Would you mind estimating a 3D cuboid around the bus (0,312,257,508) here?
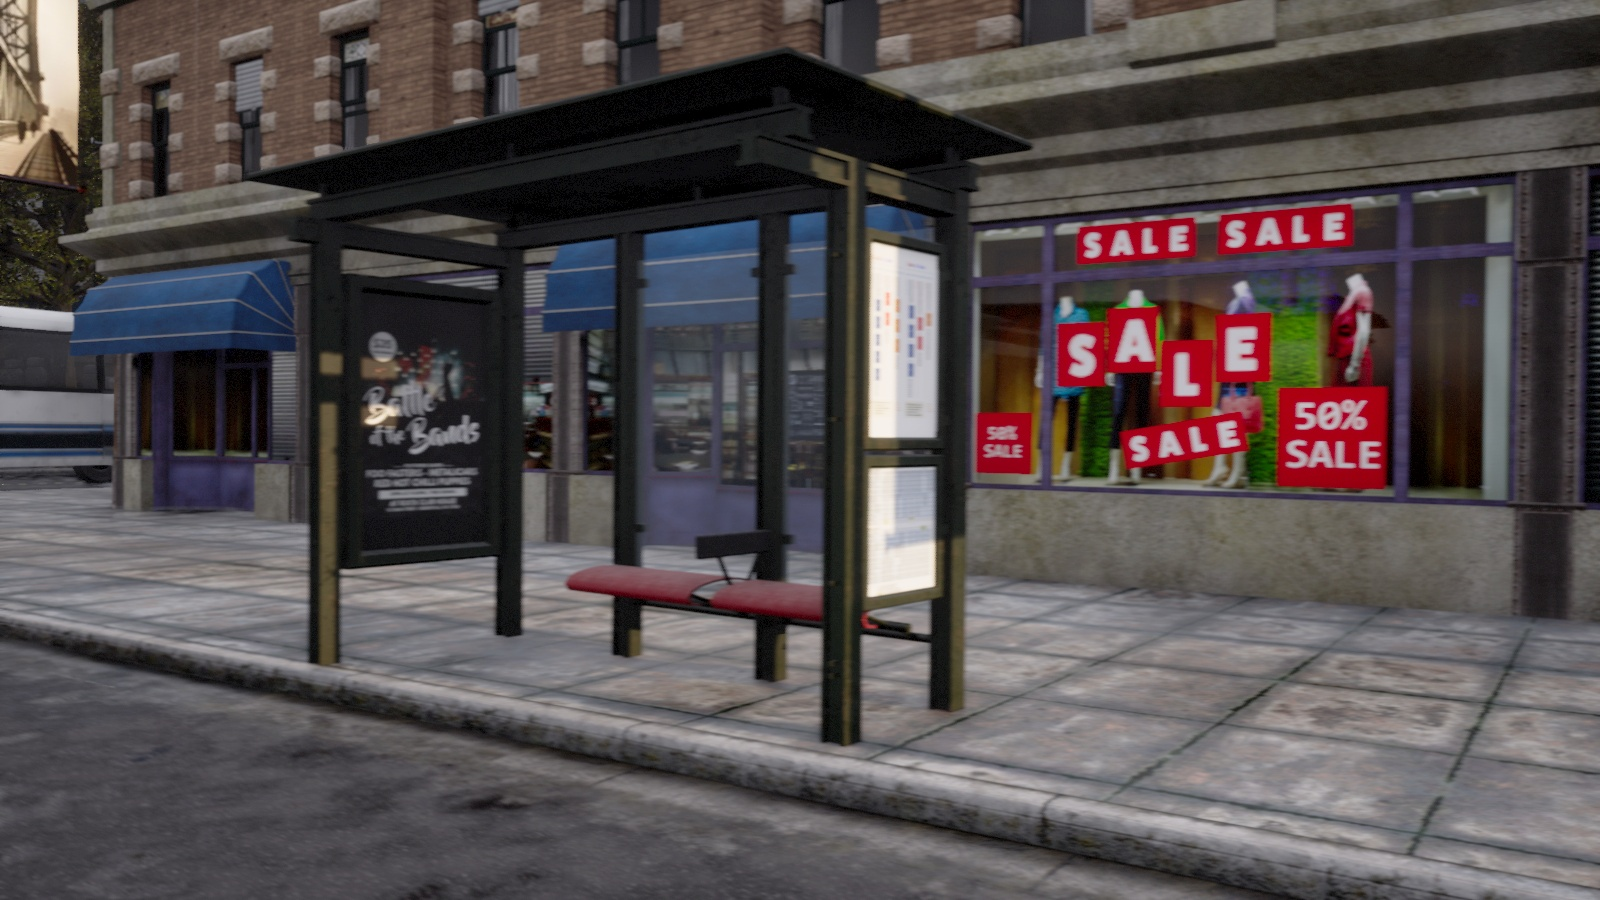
[{"bbox_3d":[-18.430,-0.886,29.846,3.944,4.253,10.273,0,1,22],"label":"bus"}]
